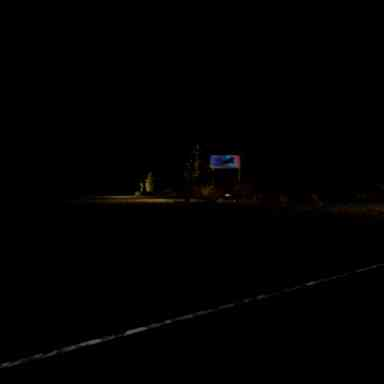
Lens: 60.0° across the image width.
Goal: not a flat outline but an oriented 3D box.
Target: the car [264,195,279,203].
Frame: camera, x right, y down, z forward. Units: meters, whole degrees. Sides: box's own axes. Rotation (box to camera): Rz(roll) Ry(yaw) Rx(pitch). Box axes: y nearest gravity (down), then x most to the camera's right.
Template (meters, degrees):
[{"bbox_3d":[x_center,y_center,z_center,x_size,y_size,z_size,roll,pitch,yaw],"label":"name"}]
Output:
[{"bbox_3d":[16.002,1.423,68.945,2.033,1.411,5.357,0,0,-34],"label":"car"}]

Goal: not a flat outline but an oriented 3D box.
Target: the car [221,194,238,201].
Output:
[{"bbox_3d":[8.991,1.282,79.299,2.128,1.511,4.902,0,0,-34],"label":"car"}]
